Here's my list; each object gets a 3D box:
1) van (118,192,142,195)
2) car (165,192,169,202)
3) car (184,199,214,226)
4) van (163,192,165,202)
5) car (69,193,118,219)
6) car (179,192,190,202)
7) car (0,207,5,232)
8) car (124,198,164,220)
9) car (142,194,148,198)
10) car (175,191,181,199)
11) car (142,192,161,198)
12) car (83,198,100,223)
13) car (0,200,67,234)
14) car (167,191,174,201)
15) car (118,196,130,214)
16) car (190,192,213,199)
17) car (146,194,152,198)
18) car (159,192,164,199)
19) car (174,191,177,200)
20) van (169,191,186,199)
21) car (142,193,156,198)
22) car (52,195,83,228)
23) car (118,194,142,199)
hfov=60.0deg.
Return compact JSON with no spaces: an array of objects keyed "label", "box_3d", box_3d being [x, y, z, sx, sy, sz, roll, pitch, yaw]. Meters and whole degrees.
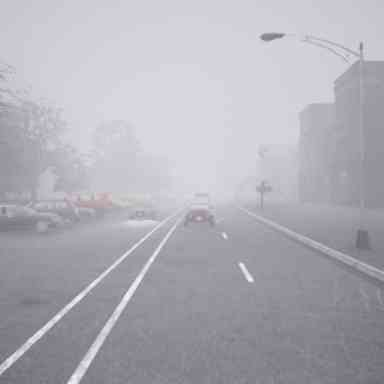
[{"label":"van","box_3d":[-8.317,1.089,37.942,4.442,1.987,1.878,-1,0,-17]},{"label":"car","box_3d":[-7.032,1.290,58.616,4.674,1.452,2.002,-1,0,-15]},{"label":"car","box_3d":[0.490,1.404,22.106,1.812,1.442,4.674,0,0,2]},{"label":"van","box_3d":[-7.381,1.040,55.615,4.442,1.987,1.878,-1,0,-16]},{"label":"car","box_3d":[-8.993,1.102,26.021,5.566,2.045,2.435,-1,0,-18]},{"label":"car","box_3d":[-0.916,1.222,67.613,1.812,1.442,4.674,0,1,5]},{"label":"car","box_3d":[-9.337,1.448,11.195,4.792,1.488,2.163,-1,0,-19]},{"label":"car","box_3d":[-3.706,1.426,26.264,1.994,1.385,4.181,0,0,2]},{"label":"car","box_3d":[-8.258,1.350,40.870,4.674,1.452,2.002,-1,0,-17]},{"label":"car","box_3d":[-5.794,1.174,70.502,5.366,1.575,1.946,-1,0,-15]},{"label":"car","box_3d":[-7.881,1.287,49.674,5.366,1.575,1.946,-1,0,-16]},{"label":"car","box_3d":[-9.070,1.405,23.069,4.674,1.452,2.002,-1,0,-18]},{"label":"car","box_3d":[-9.250,1.391,17.130,4.892,1.521,2.231,-1,0,-19]},{"label":"car","box_3d":[-6.496,1.092,64.541,4.553,1.767,2.185,-1,1,-15]},{"label":"car","box_3d":[-8.719,1.373,31.972,4.674,1.452,2.002,-1,0,-18]},{"label":"car","box_3d":[1.313,1.038,40.488,2.150,2.045,5.566,0,0,3]},{"label":"car","box_3d":[-8.063,1.343,43.819,4.674,1.452,2.002,0,0,-16]},{"label":"car","box_3d":[-7.484,1.276,52.688,5.008,1.535,2.097,-1,0,-16]},{"label":"car","box_3d":[-6.261,1.201,67.496,4.892,1.521,2.231,-1,0,-15]},{"label":"van","box_3d":[-4.042,0.765,91.055,4.442,1.987,1.878,-1,1,-14]},{"label":"car","box_3d":[-7.892,1.336,46.761,4.674,1.452,2.002,-1,0,-16]},{"label":"car","box_3d":[-9.129,1.251,20.101,4.553,1.767,2.185,-1,1,-19]},{"label":"car","box_3d":[-8.400,1.319,34.995,5.366,1.575,1.946,-1,0,-17]}]
